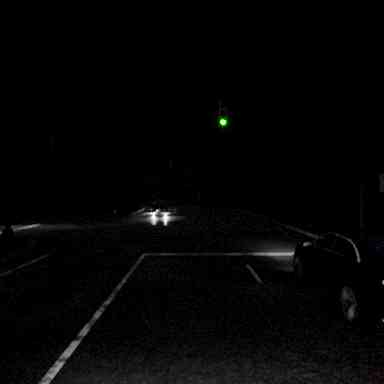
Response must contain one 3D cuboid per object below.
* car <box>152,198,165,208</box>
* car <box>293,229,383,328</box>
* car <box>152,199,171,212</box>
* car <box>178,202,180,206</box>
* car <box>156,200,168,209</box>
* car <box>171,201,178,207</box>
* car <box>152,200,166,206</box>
[{"bbox_3d":[-6.550,2.134,64.503,2.097,1.767,4.553,0,-2,-11],"label":"car"},{"bbox_3d":[3.589,1.527,7.013,2.128,1.511,4.902,0,0,1],"label":"car"},{"bbox_3d":[-4.095,1.893,43.417,1.895,1.301,4.718,0,-1,-2],"label":"car"},{"bbox_3d":[-4.677,2.849,83.285,1.895,1.301,4.718,0,-2,-22],"label":"car"},{"bbox_3d":[-4.906,2.012,53.371,1.812,1.442,4.674,0,-1,-7],"label":"car"},{"bbox_3d":[-5.134,2.577,73.946,1.994,1.385,4.181,0,-2,-19],"label":"car"},{"bbox_3d":[-8.305,2.752,82.896,1.882,1.535,5.008,0,-2,-25],"label":"car"}]
